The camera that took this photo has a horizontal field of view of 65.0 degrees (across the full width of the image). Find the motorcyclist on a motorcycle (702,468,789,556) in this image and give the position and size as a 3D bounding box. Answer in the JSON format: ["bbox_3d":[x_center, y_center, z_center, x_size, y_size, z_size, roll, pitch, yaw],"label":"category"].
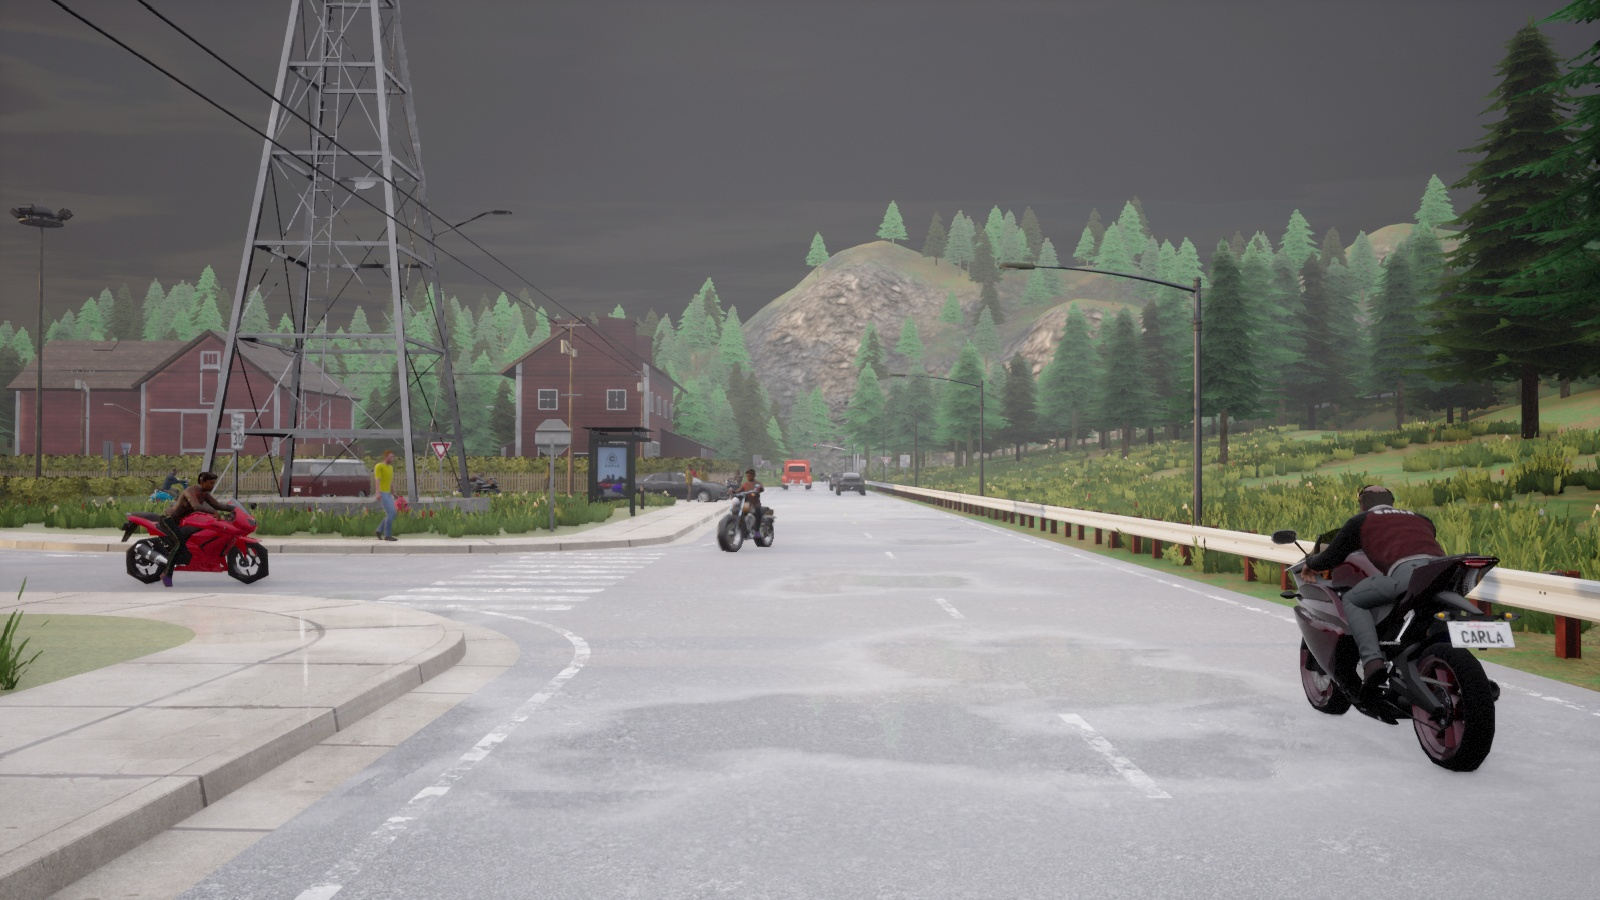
[{"bbox_3d":[-1.040,1.182,24.625,0.766,1.649,2.350,-2,-1,22],"label":"motorcyclist on a motorcycle"}]

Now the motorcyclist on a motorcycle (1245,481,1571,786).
[{"bbox_3d":[3.483,0.961,7.490,0.866,1.530,2.191,0,-1,0],"label":"motorcyclist on a motorcycle"}]

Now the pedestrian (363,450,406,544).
[{"bbox_3d":[-8.143,0.915,24.632,0.706,1.836,0.354,0,-1,8],"label":"pedestrian"}]

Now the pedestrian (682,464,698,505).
[{"bbox_3d":[-5.054,1.587,57.683,0.709,1.840,0.431,0,-1,-11],"label":"pedestrian"}]

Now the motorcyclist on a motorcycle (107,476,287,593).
[{"bbox_3d":[-8.074,1.112,16.864,2.044,1.523,0.797,0,-1,3],"label":"motorcyclist on a motorcycle"}]

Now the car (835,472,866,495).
[{"bbox_3d":[3.310,2.190,82.575,1.837,1.490,4.892,0,-1,0],"label":"car"}]

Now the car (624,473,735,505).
[{"bbox_3d":[-5.661,1.836,59.274,4.892,1.490,1.837,-1,-1,10],"label":"car"}]

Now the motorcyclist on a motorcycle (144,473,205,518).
[{"bbox_3d":[-22.594,1.619,45.392,1.817,1.590,0.866,1,-1,-40],"label":"motorcyclist on a motorcycle"}]

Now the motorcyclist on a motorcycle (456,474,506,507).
[{"bbox_3d":[-15.166,1.911,59.749,2.191,1.530,0.866,0,-1,0],"label":"motorcyclist on a motorcycle"}]

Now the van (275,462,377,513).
[{"bbox_3d":[-19.477,1.513,51.791,1.775,1.987,4.442,0,-1,13],"label":"van"}]
